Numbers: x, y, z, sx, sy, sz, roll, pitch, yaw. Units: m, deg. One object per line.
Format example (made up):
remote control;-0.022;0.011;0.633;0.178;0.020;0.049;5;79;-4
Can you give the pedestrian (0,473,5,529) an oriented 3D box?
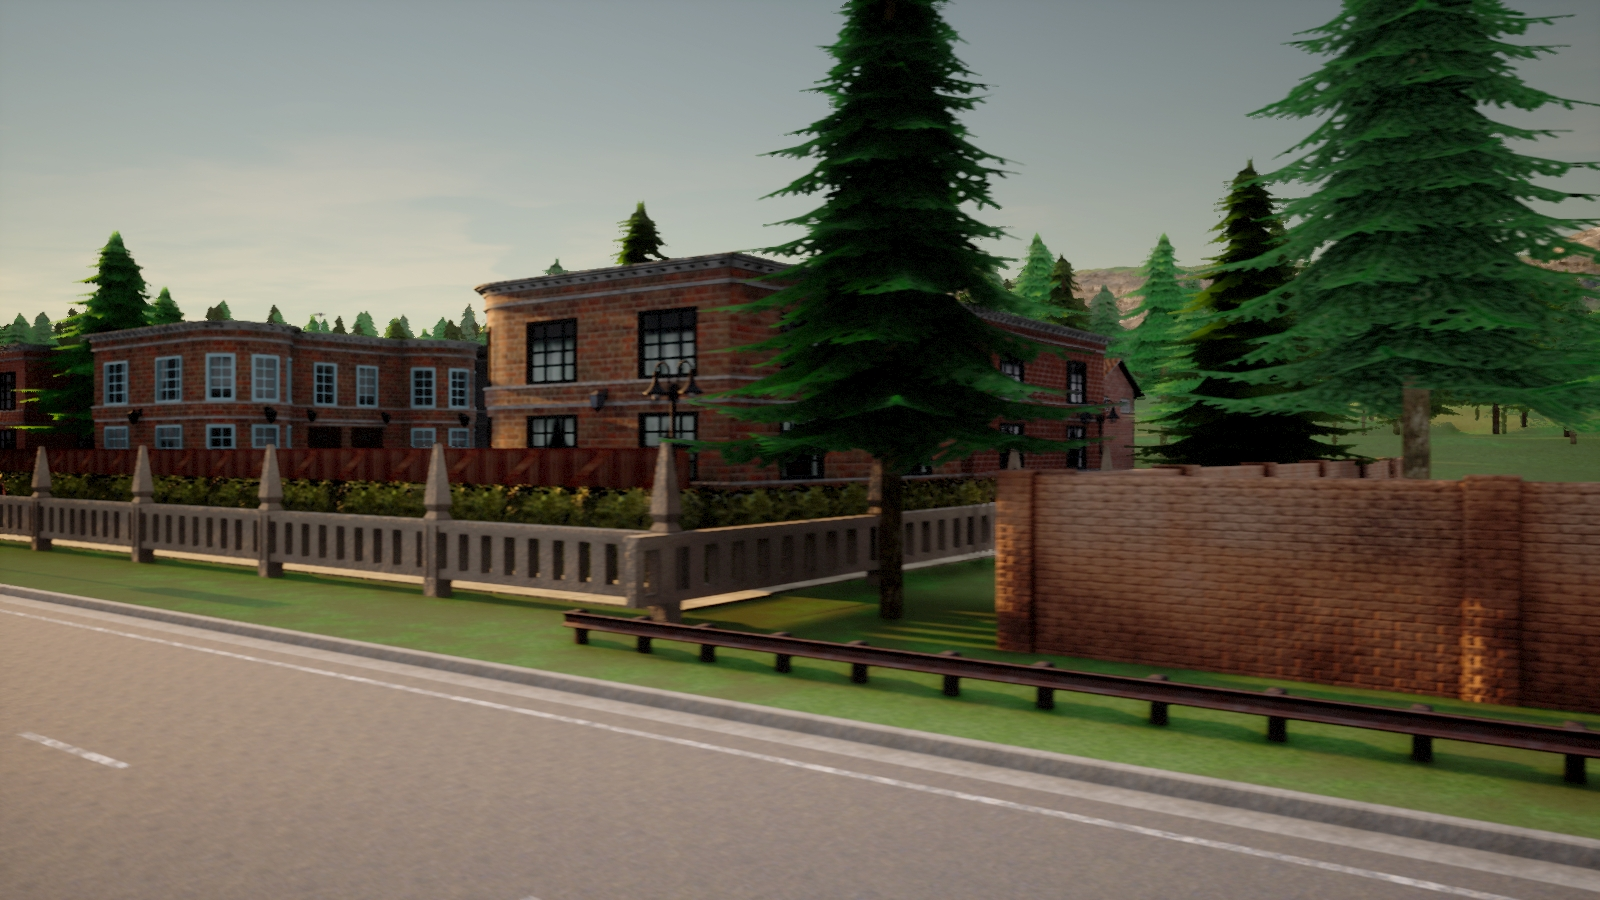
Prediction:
pedestrian;-27.135;1.718;38.585;0.375;1.860;0.375;0;0;35
